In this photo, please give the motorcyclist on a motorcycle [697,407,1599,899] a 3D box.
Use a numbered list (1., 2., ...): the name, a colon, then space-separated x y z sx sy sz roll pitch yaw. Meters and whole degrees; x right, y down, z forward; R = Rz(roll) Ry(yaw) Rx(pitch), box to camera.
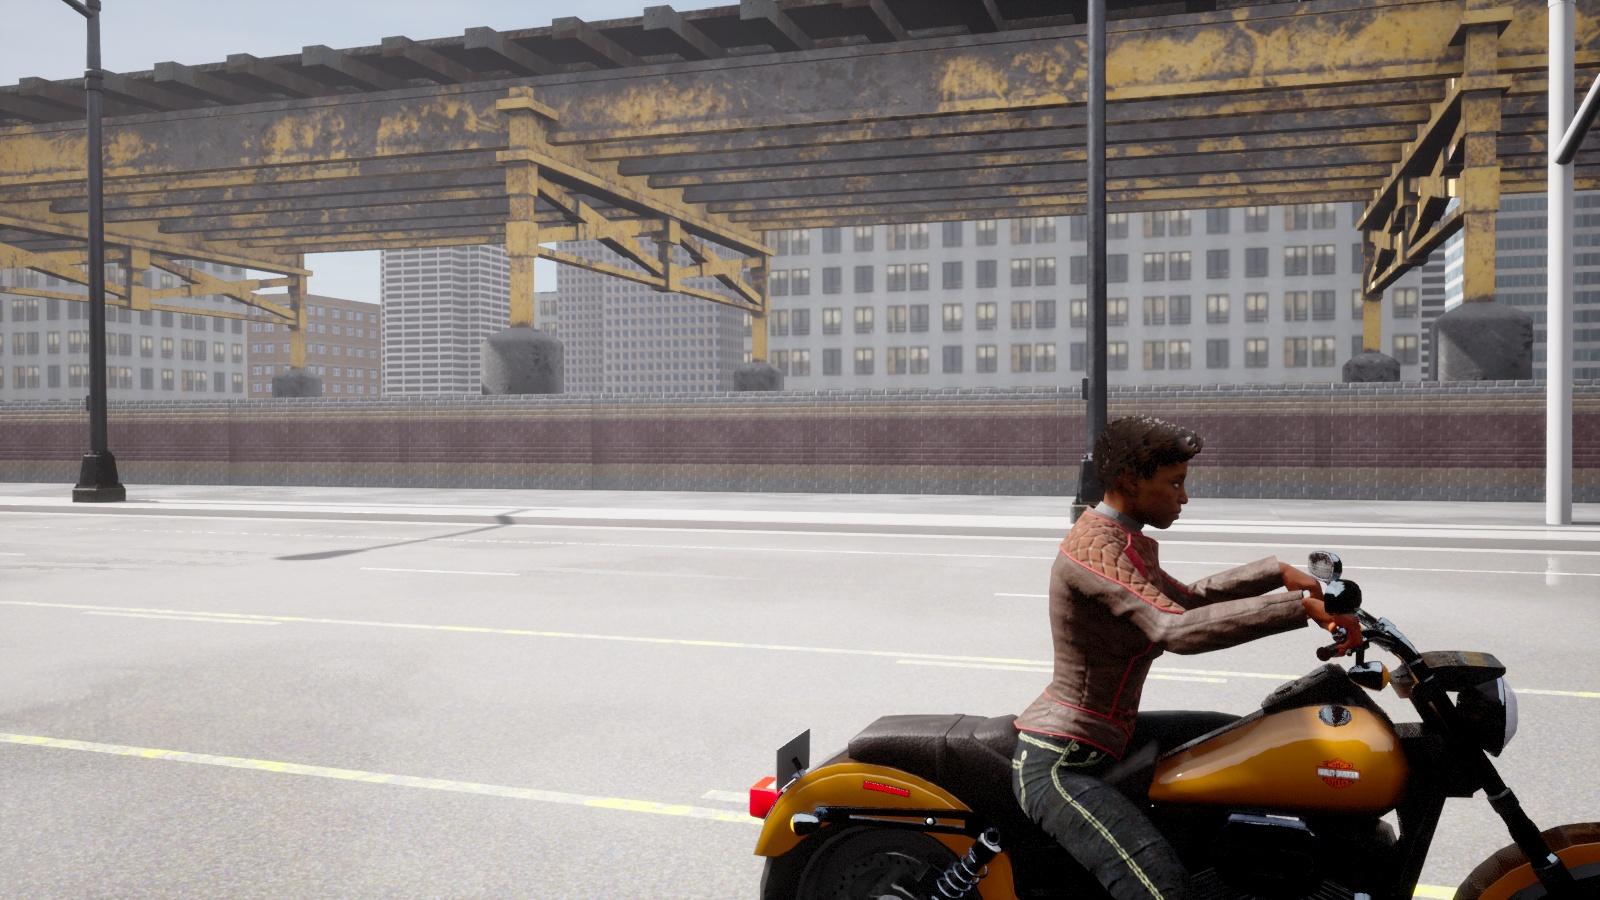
1. motorcyclist on a motorcycle: 0.997 0.734 2.890 2.350 1.649 0.766 1 1 20
